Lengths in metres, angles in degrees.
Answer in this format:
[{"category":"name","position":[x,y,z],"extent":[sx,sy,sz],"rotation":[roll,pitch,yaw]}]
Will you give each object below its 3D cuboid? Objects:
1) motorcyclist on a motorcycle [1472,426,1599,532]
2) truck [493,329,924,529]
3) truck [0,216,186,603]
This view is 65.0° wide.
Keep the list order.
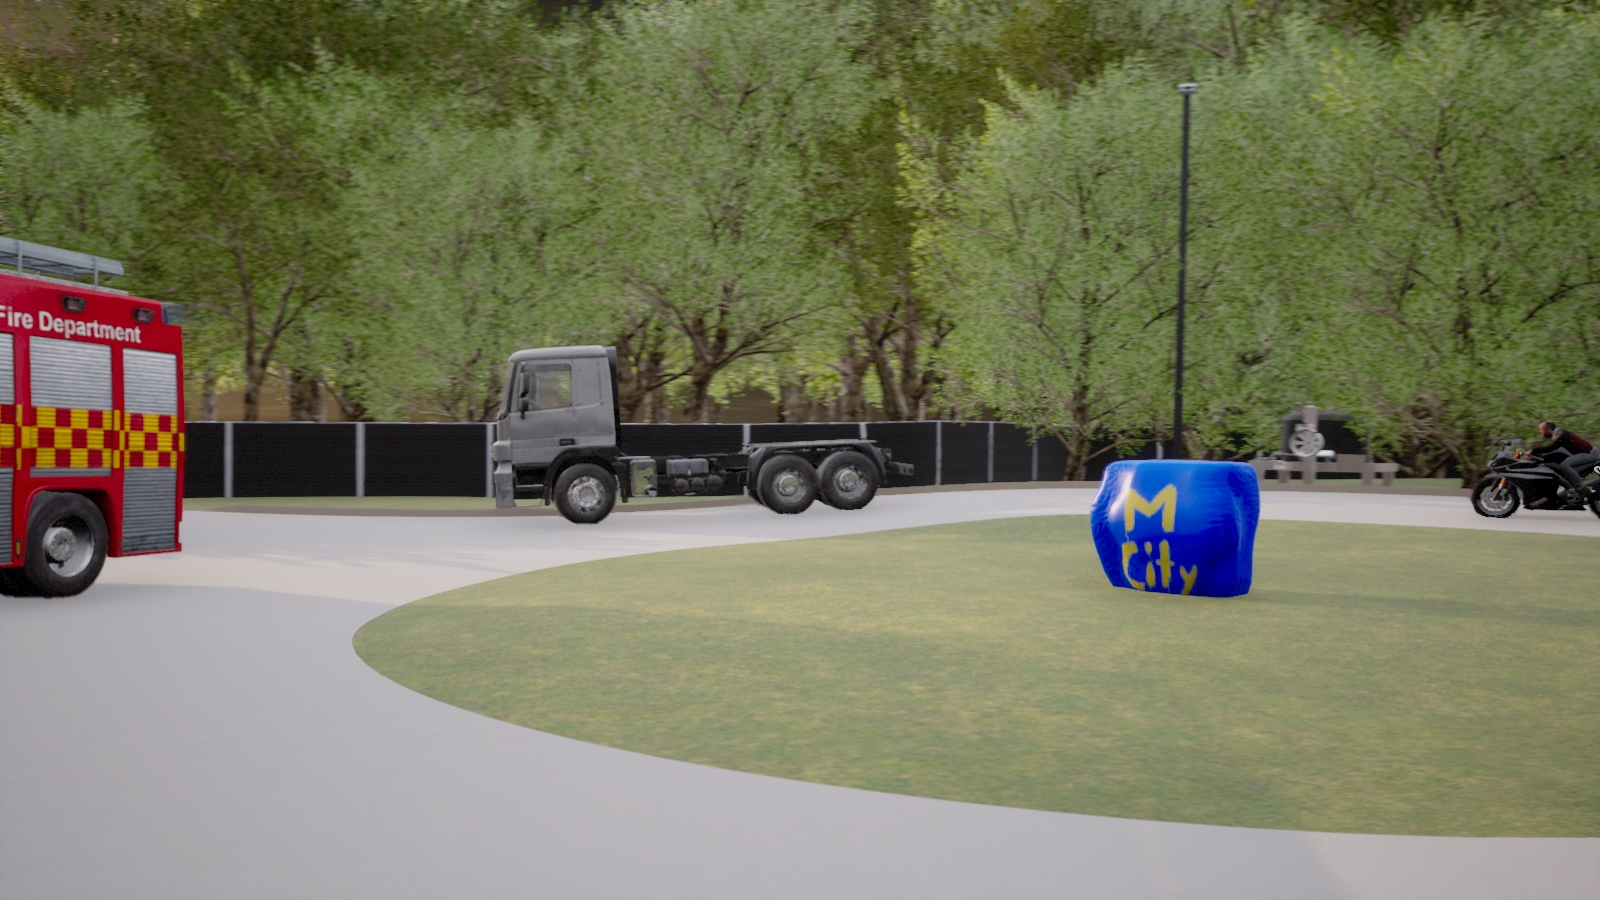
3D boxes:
[{"category":"motorcyclist on a motorcycle","position":[11.341,0.415,18.858],"extent":[2.191,1.530,0.866],"rotation":[1,1,28]},{"category":"truck","position":[-1.813,-0.467,24.965],"extent":[7.936,3.462,2.891],"rotation":[-2,1,-8]},{"category":"truck","position":[-9.697,-0.443,11.095],"extent":[2.891,3.827,8.468],"rotation":[1,-1,13]}]
